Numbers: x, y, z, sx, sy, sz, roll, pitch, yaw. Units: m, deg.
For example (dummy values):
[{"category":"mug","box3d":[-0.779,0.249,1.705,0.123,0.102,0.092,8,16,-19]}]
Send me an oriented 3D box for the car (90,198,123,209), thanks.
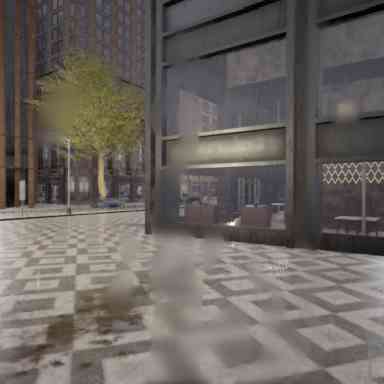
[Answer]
[{"category":"car","box3d":[-10.945,1.455,42.790,1.994,1.385,4.181,0,0,36]}]
